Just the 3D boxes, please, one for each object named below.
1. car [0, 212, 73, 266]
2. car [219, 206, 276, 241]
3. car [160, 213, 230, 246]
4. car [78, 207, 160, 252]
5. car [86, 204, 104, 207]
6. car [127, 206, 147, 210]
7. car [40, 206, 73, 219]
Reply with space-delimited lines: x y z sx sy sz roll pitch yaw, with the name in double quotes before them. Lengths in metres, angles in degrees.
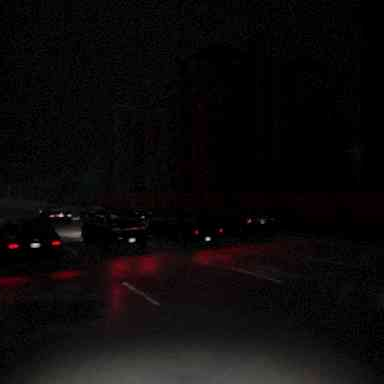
"car" -6.012 1.672 12.131 2.033 1.411 5.357 0 -1 -32
"car" 2.425 1.555 18.470 2.097 1.767 4.553 0 -1 -31
"car" -0.455 1.779 16.463 1.895 1.301 4.718 0 -1 -32
"car" -3.554 1.650 14.828 2.128 1.511 4.902 0 -1 -31
"car" -8.732 1.836 29.748 1.812 1.442 4.674 0 -1 -31
"car" -5.423 1.930 31.039 1.895 1.301 4.718 0 -1 -31
"car" -10.982 1.823 26.709 2.033 1.411 5.357 0 -1 -32
